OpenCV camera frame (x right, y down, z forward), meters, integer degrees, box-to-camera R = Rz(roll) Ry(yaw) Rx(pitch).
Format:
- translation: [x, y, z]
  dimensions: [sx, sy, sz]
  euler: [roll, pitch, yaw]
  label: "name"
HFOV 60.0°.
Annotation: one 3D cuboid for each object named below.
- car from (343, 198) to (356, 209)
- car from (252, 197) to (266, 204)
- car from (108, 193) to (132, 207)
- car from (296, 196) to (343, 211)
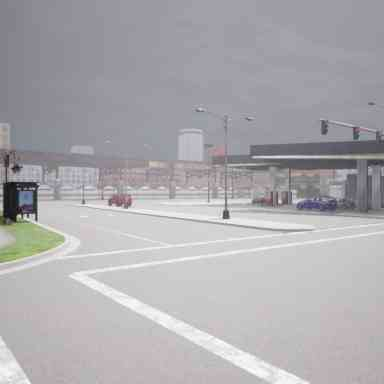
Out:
- translation: [18.569, 1.456, 42.223]
  dimensions: [1.970, 1.475, 3.806]
  euler: [0, 0, -35]
  label: "car"
- translation: [12.595, 1.601, 61.367]
  dimensions: [1.895, 1.301, 4.718]
  euler: [0, 0, 29]
  label: "car"
- translation: [-11.275, 1.221, 52.029]
  dimensions: [2.150, 2.045, 5.566]
  euler: [0, 0, -35]
  label: "car"
- translation: [14.295, 1.295, 38.309]
  dimensions: [2.242, 1.667, 4.611]
  euler: [0, 0, -35]
  label: "car"
